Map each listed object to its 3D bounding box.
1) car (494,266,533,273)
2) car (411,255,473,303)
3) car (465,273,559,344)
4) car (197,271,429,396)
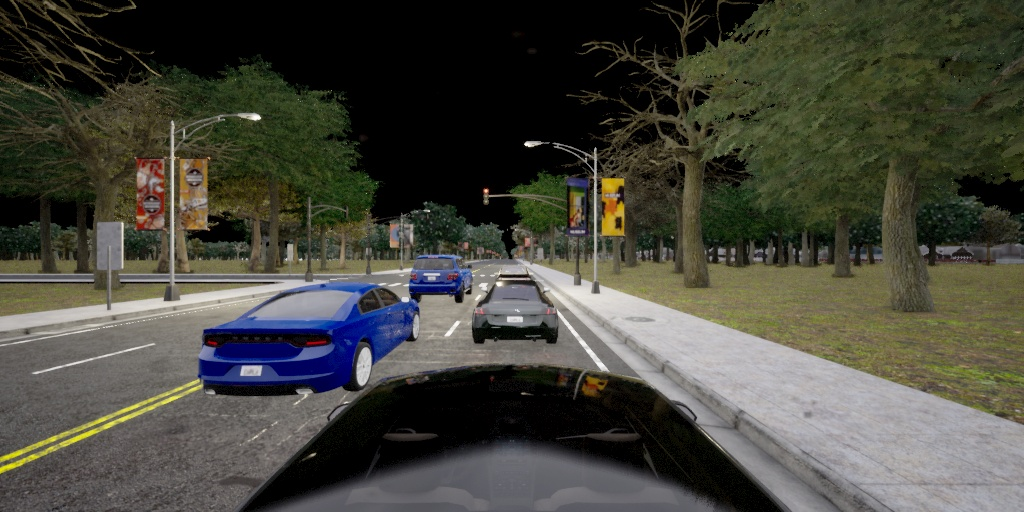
[{"bbox_3d":[0.098,1.243,18.510,2.128,1.511,4.902,0,0,0],"label":"car"},{"bbox_3d":[-3.152,0.973,16.768,2.150,2.045,5.566,0,0,0],"label":"car"},{"bbox_3d":[0.093,1.314,9.608,1.994,1.385,4.181,0,0,1],"label":"car"},{"bbox_3d":[-3.150,1.228,6.782,1.882,1.535,5.008,0,0,0],"label":"car"}]
